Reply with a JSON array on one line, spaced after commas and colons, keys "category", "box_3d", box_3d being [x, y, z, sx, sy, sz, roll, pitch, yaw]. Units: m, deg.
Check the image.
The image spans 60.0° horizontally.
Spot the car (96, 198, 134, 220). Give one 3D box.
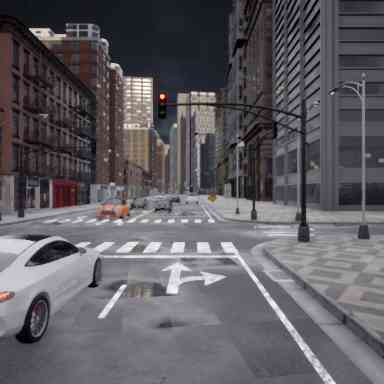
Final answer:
[{"category": "car", "box_3d": [-6.599, 1.347, 28.330, 2.097, 1.767, 4.553, 0, 0, 0]}]

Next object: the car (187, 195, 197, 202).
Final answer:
[{"category": "car", "box_3d": [0.005, 1.378, 72.843, 2.033, 1.411, 5.357, 0, 0, 0]}]

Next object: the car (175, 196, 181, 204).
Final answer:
[{"category": "car", "box_3d": [-3.191, 1.468, 64.077, 1.837, 1.490, 4.892, 0, 1, 0]}]

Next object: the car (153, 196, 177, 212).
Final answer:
[{"category": "car", "box_3d": [-3.146, 1.535, 37.747, 2.033, 1.411, 5.357, 0, 0, 0]}]

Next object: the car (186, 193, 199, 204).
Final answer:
[{"category": "car", "box_3d": [0.051, 1.184, 62.339, 2.150, 2.045, 5.566, 0, 0, 0]}]

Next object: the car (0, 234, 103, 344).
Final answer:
[{"category": "car", "box_3d": [-3.152, 1.525, 6.317, 1.812, 1.442, 4.674, 0, 0, 2]}]

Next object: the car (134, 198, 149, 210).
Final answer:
[{"category": "car", "box_3d": [-6.596, 1.488, 42.280, 1.837, 1.490, 4.892, 0, 0, 0]}]

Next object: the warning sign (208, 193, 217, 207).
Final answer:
[{"category": "warning sign", "box_3d": [2.851, 1.095, 46.330, 1.300, 1.860, 1.060, 0, 0, 0]}]

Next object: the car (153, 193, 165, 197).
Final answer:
[{"category": "car", "box_3d": [-6.509, 1.186, 66.652, 2.150, 2.045, 5.566, 0, 0, 0]}]
